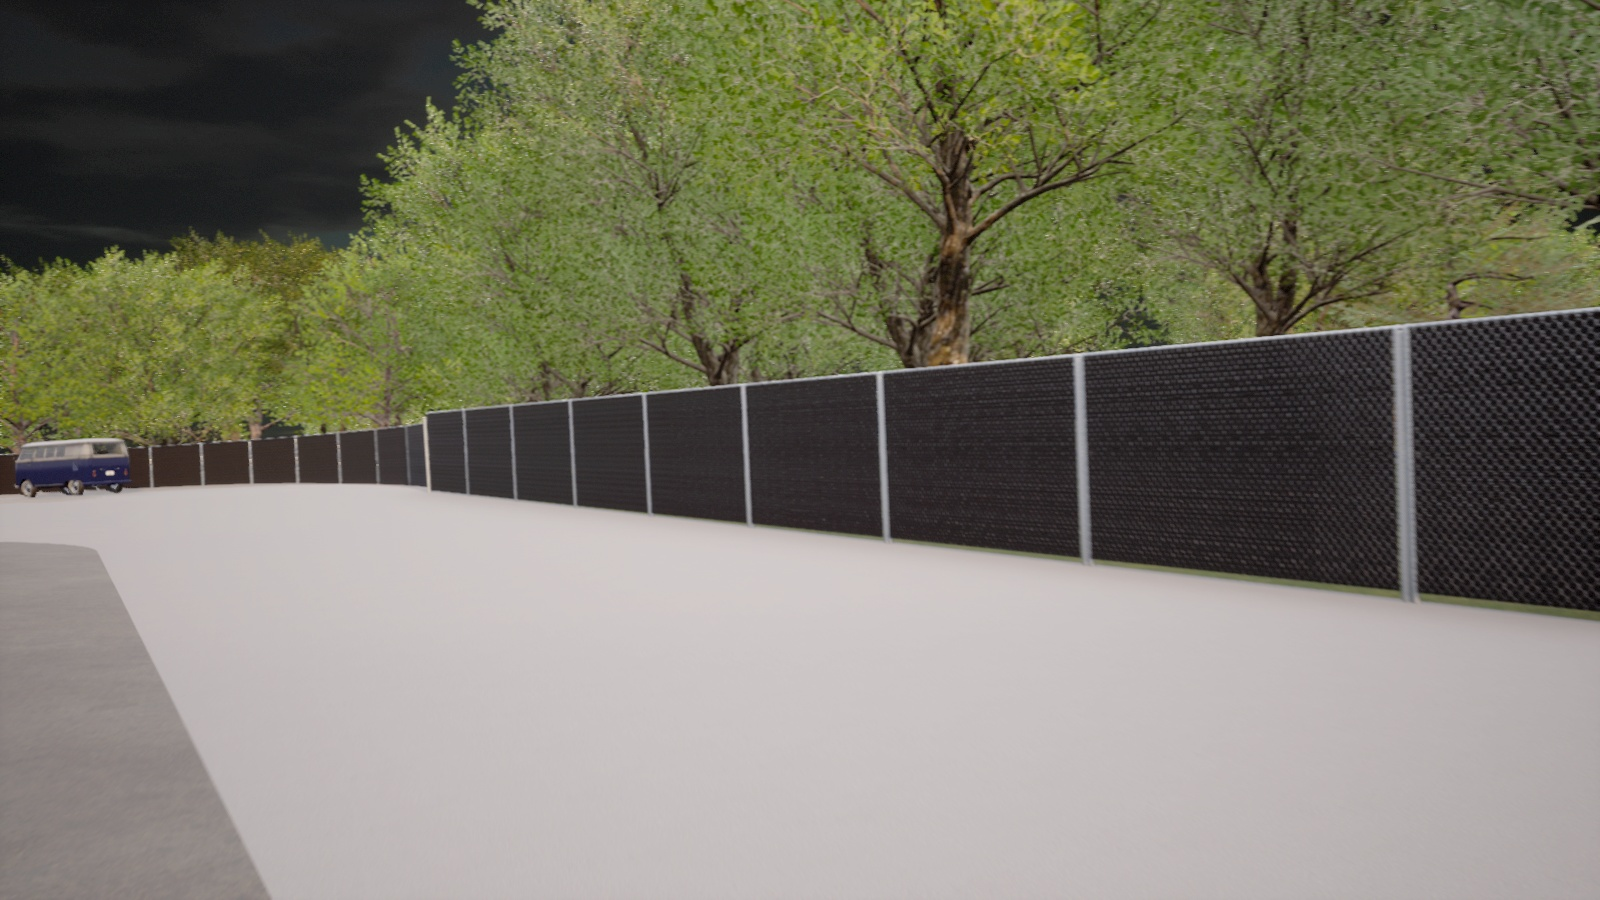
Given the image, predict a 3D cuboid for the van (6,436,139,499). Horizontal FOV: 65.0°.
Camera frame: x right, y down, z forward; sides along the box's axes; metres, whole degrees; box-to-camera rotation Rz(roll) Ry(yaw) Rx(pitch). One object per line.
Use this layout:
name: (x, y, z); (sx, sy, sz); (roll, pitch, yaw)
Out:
van: (-25.841, 0.617, 44.584); (4.442, 1.987, 1.775); (-3, 0, 25)
